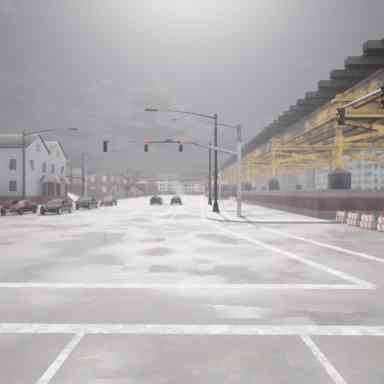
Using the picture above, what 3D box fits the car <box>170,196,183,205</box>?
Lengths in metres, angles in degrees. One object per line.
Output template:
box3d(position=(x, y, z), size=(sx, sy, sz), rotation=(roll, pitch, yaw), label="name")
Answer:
box3d(position=(-2.753, 1.505, 58.841), size=(1.837, 1.490, 4.892), rotation=(0, 0, 1), label="car")

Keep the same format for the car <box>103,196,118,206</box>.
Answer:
box3d(position=(-13.459, 1.526, 53.951), size=(1.812, 1.442, 4.674), rotation=(0, 0, 2), label="car")

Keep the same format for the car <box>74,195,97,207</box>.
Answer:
box3d(position=(-16.972, 1.352, 53.206), size=(2.097, 1.767, 4.553), rotation=(0, 0, 2), label="car")

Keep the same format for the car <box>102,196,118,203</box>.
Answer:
box3d(position=(-16.556, 1.525, 67.343), size=(1.812, 1.442, 4.674), rotation=(0, 0, 1), label="car")

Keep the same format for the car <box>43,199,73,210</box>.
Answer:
box3d(position=(-17.221, 1.601, 43.003), size=(1.895, 1.301, 4.718), rotation=(0, 0, 1), label="car")

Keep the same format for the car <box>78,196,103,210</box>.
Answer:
box3d(position=(-13.704, 1.505, 43.666), size=(1.837, 1.490, 4.892), rotation=(0, 0, 1), label="car")

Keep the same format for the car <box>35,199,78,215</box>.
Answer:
box3d(position=(-13.925, 1.505, 34.414), size=(1.837, 1.490, 4.892), rotation=(0, 0, 1), label="car")

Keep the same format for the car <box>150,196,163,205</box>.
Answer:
box3d(position=(-6.252, 1.478, 58.923), size=(1.882, 1.535, 5.008), rotation=(0, 0, 1), label="car")

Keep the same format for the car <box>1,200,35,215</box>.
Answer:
box3d(position=(-17.440, 1.526, 33.912), size=(1.812, 1.442, 4.674), rotation=(0, 0, 1), label="car")
